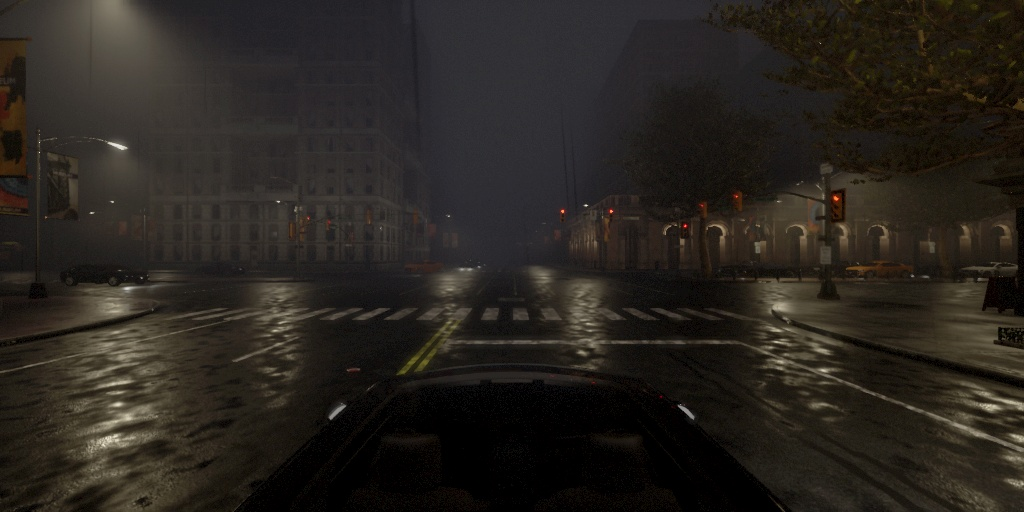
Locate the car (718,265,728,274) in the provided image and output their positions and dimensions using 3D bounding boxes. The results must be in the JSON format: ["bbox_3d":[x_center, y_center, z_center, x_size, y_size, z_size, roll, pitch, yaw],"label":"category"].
[{"bbox_3d":[23.289,1.241,35.911,4.902,1.511,2.128,0,0,0],"label":"car"}]

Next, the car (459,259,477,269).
[{"bbox_3d":[-7.171,1.313,56.839,1.994,1.385,4.181,0,0,0],"label":"car"}]

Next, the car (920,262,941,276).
[{"bbox_3d":[42.935,1.314,35.816,4.181,1.385,1.994,0,0,0],"label":"car"}]

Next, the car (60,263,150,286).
[{"bbox_3d":[-27.647,1.255,24.430,4.892,1.490,1.837,0,0,0],"label":"car"}]

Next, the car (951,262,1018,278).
[{"bbox_3d":[43.279,1.276,32.316,4.674,1.442,1.812,0,0,1],"label":"car"}]

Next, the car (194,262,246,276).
[{"bbox_3d":[-29.358,1.314,36.131,4.181,1.385,1.994,0,0,0],"label":"car"}]

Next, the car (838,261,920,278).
[{"bbox_3d":[33.053,1.228,32.368,5.008,1.535,1.882,0,0,0],"label":"car"}]

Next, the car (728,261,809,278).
[{"bbox_3d":[23.088,1.297,32.412,5.357,1.411,2.033,0,0,0],"label":"car"}]

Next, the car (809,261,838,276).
[{"bbox_3d":[32.886,1.241,35.872,4.902,1.511,2.128,0,0,0],"label":"car"}]

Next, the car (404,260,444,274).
[{"bbox_3d":[-9.844,1.228,40.600,1.882,1.535,5.008,1,1,33],"label":"car"}]
